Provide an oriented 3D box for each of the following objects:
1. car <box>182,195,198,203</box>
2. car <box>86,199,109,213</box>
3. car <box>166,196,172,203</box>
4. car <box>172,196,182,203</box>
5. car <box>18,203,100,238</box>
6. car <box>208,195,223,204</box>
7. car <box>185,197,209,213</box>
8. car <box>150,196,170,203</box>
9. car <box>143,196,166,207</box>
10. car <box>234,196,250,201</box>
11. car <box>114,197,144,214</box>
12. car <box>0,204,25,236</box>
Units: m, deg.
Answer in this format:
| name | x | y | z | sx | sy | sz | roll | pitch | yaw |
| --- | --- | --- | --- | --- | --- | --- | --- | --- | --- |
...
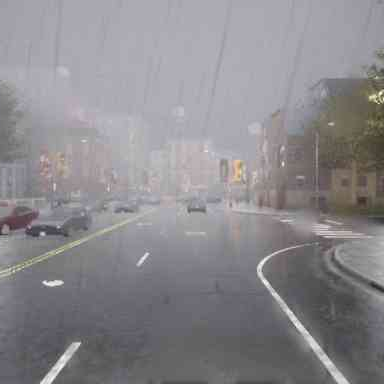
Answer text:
| name | x | y | z | sx | sy | sz | roll | pitch | yaw |
| --- | --- | --- | --- | --- | --- | --- | --- | --- | --- |
| car | 0.330 | 1.504 | 63.038 | 1.837 | 1.490 | 4.892 | -1 | 0 | 20 |
| car | -10.199 | 1.491 | 35.226 | 2.128 | 1.511 | 4.902 | 0 | 0 | 1 |
| car | -5.122 | 1.478 | 68.942 | 1.882 | 1.535 | 5.008 | 0 | 0 | 25 |
| car | -1.711 | 1.502 | 67.901 | 1.837 | 1.490 | 4.892 | 0 | 0 | 24 |
| car | -6.920 | 1.547 | 18.048 | 2.033 | 1.411 | 5.357 | 0 | 0 | 0 |
| car | 4.303 | 1.352 | 63.559 | 2.097 | 1.767 | 4.553 | 0 | 0 | 22 |
| car | 0.542 | 1.564 | 37.654 | 1.994 | 1.385 | 4.181 | 0 | 0 | 0 |
| car | -6.939 | 1.595 | 72.451 | 1.895 | 1.301 | 4.718 | 0 | 0 | 30 |
| car | -5.984 | 1.526 | 52.835 | 1.812 | 1.442 | 4.674 | 0 | 0 | 8 |
| car | 12.321 | 1.552 | 80.992 | 4.181 | 1.385 | 1.994 | 0 | 0 | -38 |
| car | -6.720 | 1.547 | 35.032 | 2.033 | 1.411 | 5.357 | 0 | 0 | 1 |
| car | -10.405 | 1.478 | 18.619 | 1.882 | 1.535 | 5.008 | 0 | 1 | 1 |
